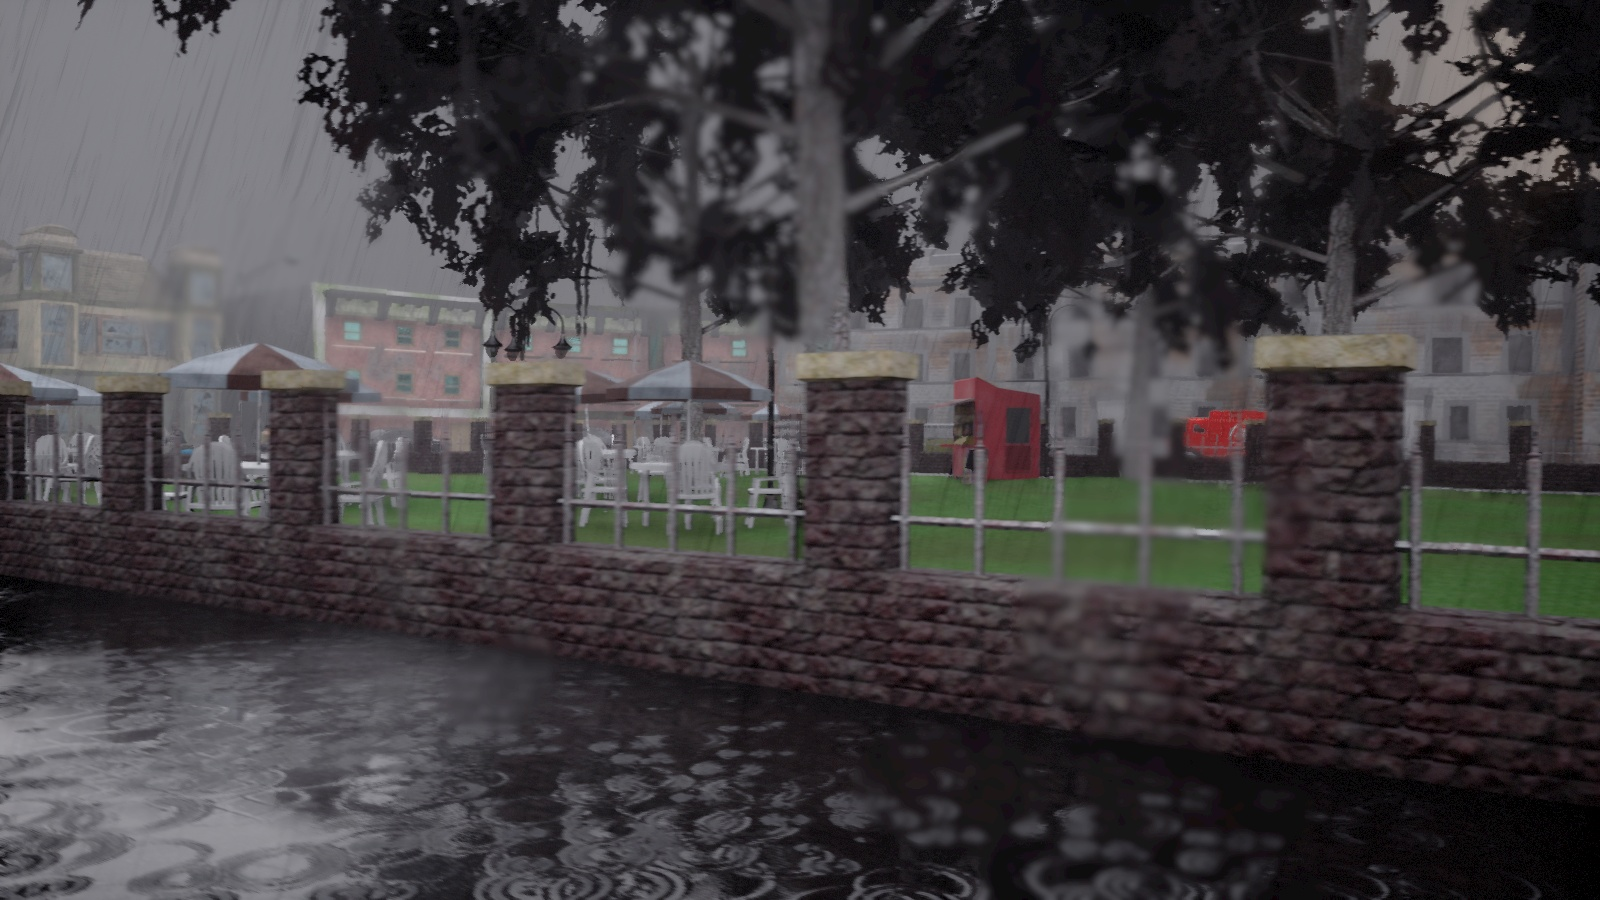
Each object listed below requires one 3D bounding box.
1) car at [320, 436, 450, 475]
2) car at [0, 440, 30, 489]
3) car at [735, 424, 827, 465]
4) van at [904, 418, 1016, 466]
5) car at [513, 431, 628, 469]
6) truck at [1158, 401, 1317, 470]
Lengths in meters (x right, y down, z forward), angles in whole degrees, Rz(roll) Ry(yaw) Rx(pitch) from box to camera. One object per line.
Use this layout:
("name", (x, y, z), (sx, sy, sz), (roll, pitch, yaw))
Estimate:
("car", (-16.829, 0.191, 51.151), (1.837, 1.490, 4.892), (0, 1, 34))
("car", (-25.629, 0.461, 37.858), (1.845, 1.501, 3.633), (0, 1, 34))
("car", (-0.882, -0.266, 58.827), (3.866, 1.878, 1.905), (0, 1, 27))
("van", (6.853, -0.317, 53.973), (4.442, 1.987, 1.775), (0, 1, 34))
("car", (-10.625, -0.035, 58.239), (4.856, 1.649, 2.033), (-1, 1, -25))
("truck", (16.550, -0.554, 47.546), (5.204, 2.467, 2.627), (0, 1, 34))
